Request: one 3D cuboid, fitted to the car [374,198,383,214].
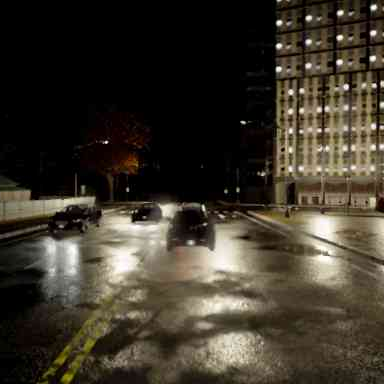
[{"bbox_3d":[23.007,1.601,36.826,5.009,1.841,2.192,1,2,20],"label":"car"}]

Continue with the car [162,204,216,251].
[{"bbox_3d":[-0.034,1.484,13.939,1.837,1.490,4.892,0,1,0],"label":"car"}]

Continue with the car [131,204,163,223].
[{"bbox_3d":[-3.255,1.559,24.843,1.994,1.385,4.181,0,0,0],"label":"car"}]

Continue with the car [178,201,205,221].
[{"bbox_3d":[-0.005,1.511,27.791,2.033,1.411,5.357,0,0,0],"label":"car"}]

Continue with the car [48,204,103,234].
[{"bbox_3d":[-6.556,1.465,19.183,2.128,1.511,4.902,0,0,1],"label":"car"}]

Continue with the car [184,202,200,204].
[{"bbox_3d":[0.076,1.463,18.763,2.128,1.511,4.902,0,0,0],"label":"car"}]
